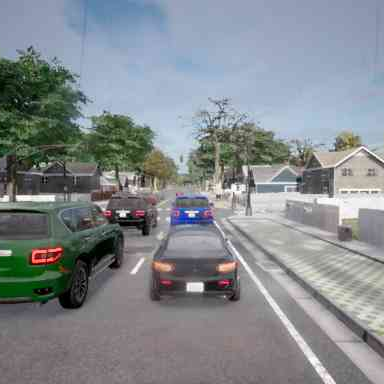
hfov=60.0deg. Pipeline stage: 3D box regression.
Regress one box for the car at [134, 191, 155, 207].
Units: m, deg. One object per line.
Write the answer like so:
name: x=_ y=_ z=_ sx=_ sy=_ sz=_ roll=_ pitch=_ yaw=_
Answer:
car: x=-6.584 y=0.892 z=46.814 sx=2.150 sy=2.045 sz=5.566 roll=0 pitch=1 yaw=0

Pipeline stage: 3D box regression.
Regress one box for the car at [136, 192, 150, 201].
car: x=-9.749 y=0.858 z=66.521 sx=2.128 sy=1.511 sz=4.902 roll=0 pitch=1 yaw=1

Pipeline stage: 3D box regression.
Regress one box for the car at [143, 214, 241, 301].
car: x=0.067 y=1.514 z=8.190 sx=1.812 sy=1.442 sz=4.674 roll=0 pitch=0 yaw=0

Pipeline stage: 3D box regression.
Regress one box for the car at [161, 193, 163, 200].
car: x=-6.566 y=1.124 z=56.222 sx=1.994 sy=1.385 sz=4.181 roll=0 pitch=1 yaw=1

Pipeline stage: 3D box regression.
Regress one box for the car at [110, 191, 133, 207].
car: x=-9.835 y=0.891 z=46.867 sx=2.150 sy=2.045 sz=5.566 roll=0 pitch=1 yaw=0

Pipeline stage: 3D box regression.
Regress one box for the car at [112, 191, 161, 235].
car: x=-3.222 y=1.159 z=18.348 sx=2.150 sy=2.045 sz=5.566 roll=0 pitch=0 yaw=1

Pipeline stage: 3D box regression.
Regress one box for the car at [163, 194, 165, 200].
car: x=-6.510 y=0.862 z=66.342 sx=2.128 sy=1.511 sz=4.902 roll=0 pitch=1 yaw=1

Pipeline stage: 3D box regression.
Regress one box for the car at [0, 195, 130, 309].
car: x=-3.186 y=1.210 z=7.997 sx=2.150 sy=2.045 sz=5.566 roll=0 pitch=0 yaw=1

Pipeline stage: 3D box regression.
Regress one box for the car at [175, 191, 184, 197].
car: x=-3.227 y=0.437 z=86.411 sx=1.994 sy=1.385 sz=4.181 roll=0 pitch=1 yaw=0

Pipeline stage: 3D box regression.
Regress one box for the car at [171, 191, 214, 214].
car: x=0.026 y=1.160 z=18.223 sx=2.150 sy=2.045 sz=5.566 roll=0 pitch=0 yaw=1

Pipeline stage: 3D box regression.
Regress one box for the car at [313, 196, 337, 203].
car: x=13.287 y=1.200 z=34.372 sx=4.902 sy=1.511 sz=2.128 roll=0 pitch=1 yaw=-2

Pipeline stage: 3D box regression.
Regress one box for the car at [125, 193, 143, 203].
car: x=-9.820 y=1.047 z=56.546 sx=2.128 sy=1.511 sz=4.902 roll=0 pitch=1 yaw=0
